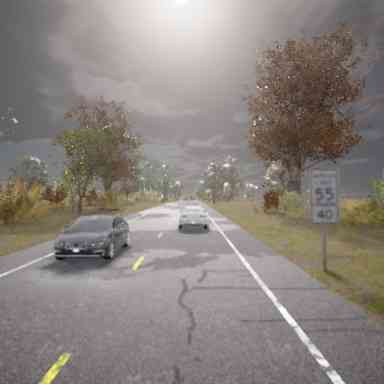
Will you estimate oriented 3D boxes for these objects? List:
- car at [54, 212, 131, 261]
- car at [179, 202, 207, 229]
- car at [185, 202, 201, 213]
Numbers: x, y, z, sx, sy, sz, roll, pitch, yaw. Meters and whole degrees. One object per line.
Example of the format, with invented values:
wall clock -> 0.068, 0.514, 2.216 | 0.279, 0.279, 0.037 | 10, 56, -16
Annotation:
car -> -3.587, 1.586, 12.735 | 1.837, 1.490, 4.892 | 0, 0, 0
car -> 0.086, 1.682, 22.964 | 1.812, 1.442, 4.674 | 0, 0, 0
car -> 0.094, 1.928, 42.678 | 1.895, 1.301, 4.718 | 0, -1, 0
